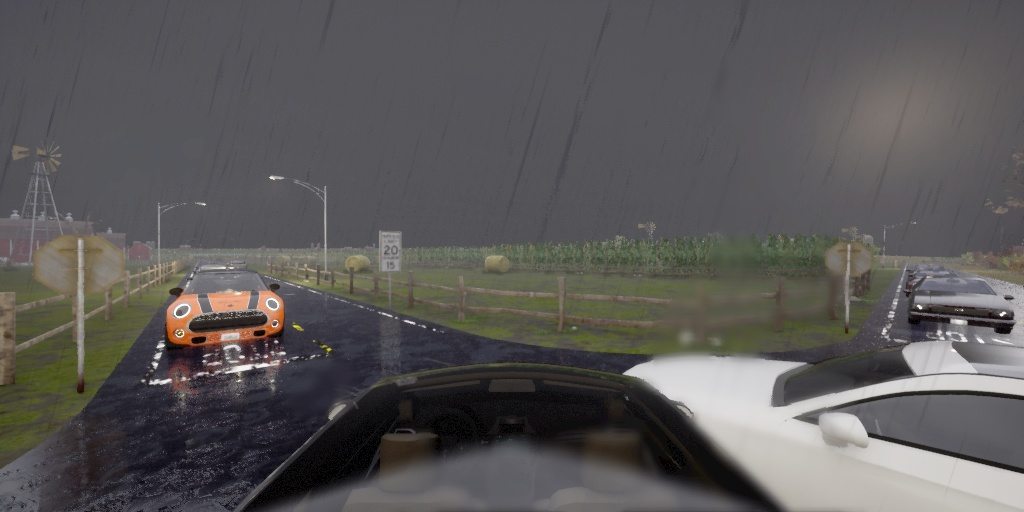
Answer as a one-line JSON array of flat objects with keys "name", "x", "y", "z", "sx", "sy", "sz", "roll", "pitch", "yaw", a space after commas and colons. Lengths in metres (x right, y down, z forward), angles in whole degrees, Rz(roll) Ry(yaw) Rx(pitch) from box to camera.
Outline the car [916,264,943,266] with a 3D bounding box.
[{"name": "car", "x": 28.722, "y": 1.303, "z": 24.725, "sx": 4.902, "sy": 1.511, "sz": 2.128, "roll": 0, "pitch": 1, "yaw": -42}]

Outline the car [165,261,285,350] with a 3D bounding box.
[{"name": "car", "x": -7.454, "y": 1.136, "z": 9.422, "sx": 2.097, "sy": 1.767, "sz": 4.553, "roll": 0, "pitch": 0, "yaw": -39}]

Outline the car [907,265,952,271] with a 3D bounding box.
[{"name": "car", "x": 21.073, "y": 1.360, "z": 17.829, "sx": 4.181, "sy": 1.385, "sz": 1.994, "roll": 0, "pitch": 1, "yaw": -43}]

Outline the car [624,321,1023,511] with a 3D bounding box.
[{"name": "car", "x": 2.863, "y": 1.293, "z": 2.197, "sx": 1.812, "sy": 1.442, "sz": 4.674, "roll": 0, "pitch": 1, "yaw": -43}]

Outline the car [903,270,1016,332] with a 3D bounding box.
[{"name": "car", "x": 13.656, "y": 1.333, "z": 11.131, "sx": 5.357, "sy": 1.411, "sz": 2.033, "roll": 0, "pitch": 1, "yaw": -42}]
